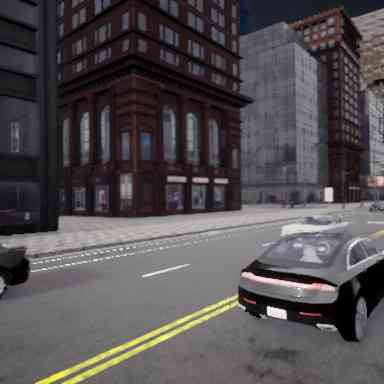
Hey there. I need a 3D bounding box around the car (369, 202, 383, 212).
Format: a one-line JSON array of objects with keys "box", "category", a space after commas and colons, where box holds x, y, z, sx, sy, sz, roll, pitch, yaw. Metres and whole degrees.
[{"box": [24.708, 1.962, 43.675, 1.994, 1.385, 4.181, -1, -1, 40], "category": "car"}]

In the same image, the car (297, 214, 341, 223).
[{"box": [6.082, 1.773, 16.157, 1.895, 1.301, 4.718, -1, -1, 40], "category": "car"}]

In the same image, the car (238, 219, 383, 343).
[{"box": [2.781, 1.564, 6.739, 2.128, 1.511, 4.902, -1, -1, 40], "category": "car"}]

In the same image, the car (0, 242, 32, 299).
[{"box": [-5.953, 1.648, 6.683, 1.882, 1.535, 5.008, -1, -1, 40], "category": "car"}]
